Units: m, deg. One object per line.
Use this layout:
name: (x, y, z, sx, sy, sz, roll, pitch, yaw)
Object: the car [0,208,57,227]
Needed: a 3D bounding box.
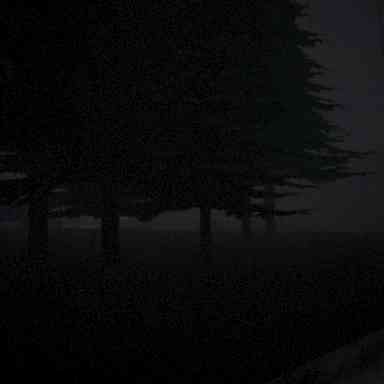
car: (-12.378, 1.255, 22.748, 5.566, 2.045, 2.150, 0, 0, 3)
